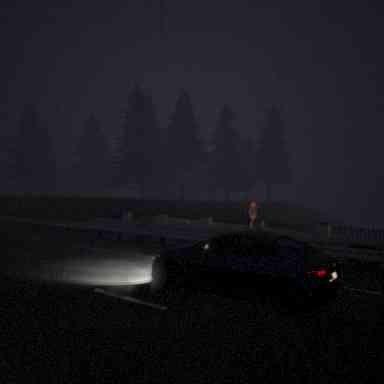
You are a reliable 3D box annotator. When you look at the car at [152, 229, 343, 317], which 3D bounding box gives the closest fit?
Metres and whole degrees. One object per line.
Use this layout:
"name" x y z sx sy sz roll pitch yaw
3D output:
"car" 1.094 1.556 7.513 4.181 1.385 1.994 0 0 36
